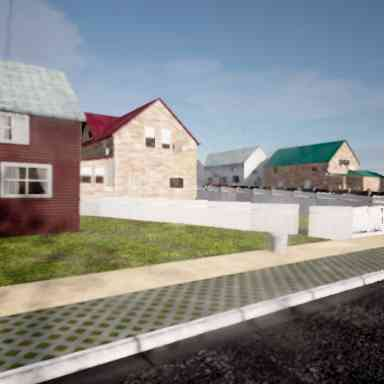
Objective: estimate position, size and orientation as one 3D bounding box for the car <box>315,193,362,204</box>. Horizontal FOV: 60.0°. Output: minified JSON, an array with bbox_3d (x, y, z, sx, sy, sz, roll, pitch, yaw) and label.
[{"bbox_3d":[12.571,0.822,28.667,1.812,1.442,4.674,1,2,-34],"label":"car"}]

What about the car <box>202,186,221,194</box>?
[{"bbox_3d":[2.608,-0.053,43.704,1.837,1.490,4.892,1,3,-33],"label":"car"}]
